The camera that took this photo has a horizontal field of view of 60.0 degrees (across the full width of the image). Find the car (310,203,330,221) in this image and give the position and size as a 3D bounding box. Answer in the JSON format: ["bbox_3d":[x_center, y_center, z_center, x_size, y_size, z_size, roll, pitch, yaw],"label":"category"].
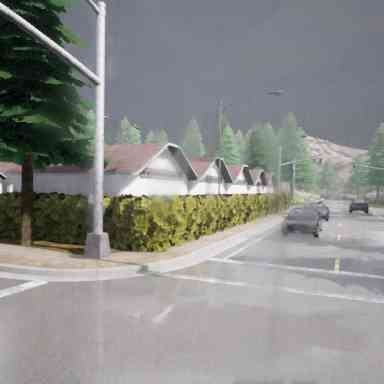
[{"bbox_3d":[10.485,1.643,27.951,1.994,1.385,4.181,1,0,25],"label":"car"}]

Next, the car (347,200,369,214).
[{"bbox_3d":[19.148,1.658,38.308,1.837,1.490,4.892,1,0,23],"label":"car"}]

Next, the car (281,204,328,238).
[{"bbox_3d":[6.376,1.620,18.925,2.033,1.411,5.357,1,0,24],"label":"car"}]
